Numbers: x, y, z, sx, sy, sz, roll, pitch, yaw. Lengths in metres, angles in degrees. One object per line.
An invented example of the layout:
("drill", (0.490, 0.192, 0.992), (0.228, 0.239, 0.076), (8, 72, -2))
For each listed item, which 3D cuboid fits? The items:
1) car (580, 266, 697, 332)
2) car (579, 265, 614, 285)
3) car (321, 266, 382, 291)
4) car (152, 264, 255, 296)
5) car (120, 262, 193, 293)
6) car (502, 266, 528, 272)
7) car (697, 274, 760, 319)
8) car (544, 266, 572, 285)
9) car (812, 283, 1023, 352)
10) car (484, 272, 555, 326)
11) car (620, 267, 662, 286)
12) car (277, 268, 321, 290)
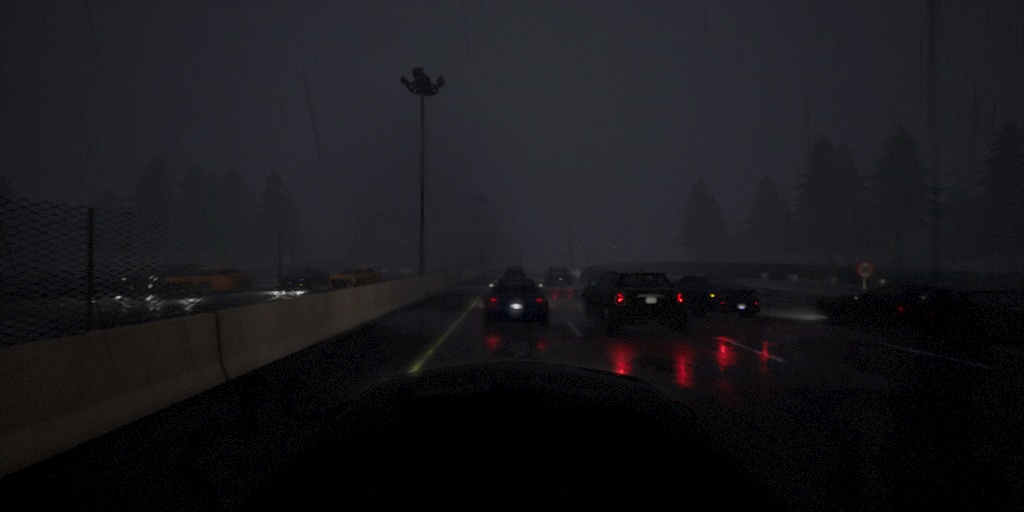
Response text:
("car", (3.638, 1.199, 11.459), (2.097, 1.767, 4.553), (0, -1, 0))
("car", (7.230, 1.587, 31.159), (1.882, 1.535, 5.008), (0, -1, 0))
("car", (-10.453, 1.452, 24.203), (1.882, 1.535, 5.008), (0, -1, 1))
("car", (-17.486, 1.388, 20.992), (1.882, 1.535, 5.008), (0, -1, 1))
("car", (-20.975, 1.266, 22.083), (2.097, 1.767, 4.553), (0, -1, 1))
("car", (0.223, 1.575, 29.584), (1.837, 1.490, 4.892), (0, -1, 0))
("car", (7.132, 1.405, 13.432), (1.812, 1.442, 4.674), (0, -1, 0))
("car", (3.722, 1.570, 29.510), (2.128, 1.511, 4.902), (0, -1, 0))
("car", (10.627, 1.388, 9.100), (2.033, 1.411, 5.357), (0, -1, 0))
("car", (0.140, 1.409, 12.073), (1.994, 1.385, 4.181), (0, -1, 0))
("car", (10.726, 1.669, 30.142), (1.994, 1.385, 4.181), (0, -1, 0))
("car", (-13.949, 1.531, 24.537), (1.994, 1.385, 4.181), (0, -1, 1))
